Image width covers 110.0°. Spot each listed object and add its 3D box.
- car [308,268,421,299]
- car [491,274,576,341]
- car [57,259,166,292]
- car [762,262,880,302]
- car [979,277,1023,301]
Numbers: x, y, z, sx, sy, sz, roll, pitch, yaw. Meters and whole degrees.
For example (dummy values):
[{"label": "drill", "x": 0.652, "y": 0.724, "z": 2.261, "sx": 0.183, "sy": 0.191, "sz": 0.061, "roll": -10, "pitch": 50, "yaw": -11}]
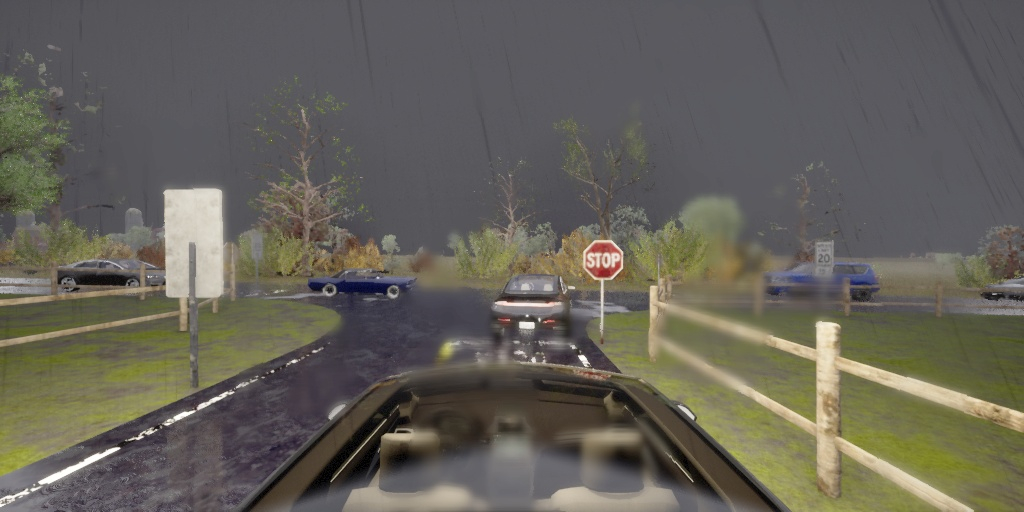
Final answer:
[{"label": "car", "x": -6.818, "y": 1.249, "z": 16.947, "sx": 4.718, "sy": 1.301, "sz": 1.895, "roll": 1, "pitch": 1, "yaw": 0}, {"label": "car", "x": 0.709, "y": 1.240, "z": 9.914, "sx": 2.128, "sy": 1.511, "sz": 4.902, "roll": 0, "pitch": 0, "yaw": 9}, {"label": "car", "x": -18.486, "y": 0.886, "z": 16.966, "sx": 4.902, "sy": 1.511, "sz": 2.128, "roll": 1, "pitch": 1, "yaw": 0}, {"label": "car", "x": 16.917, "y": 1.338, "z": 19.860, "sx": 5.566, "sy": 2.045, "sz": 2.150, "roll": 1, "pitch": 1, "yaw": 0}, {"label": "car", "x": 29.142, "y": 1.883, "z": 19.842, "sx": 4.892, "sy": 1.490, "sz": 1.837, "roll": 1, "pitch": 1, "yaw": 0}]
